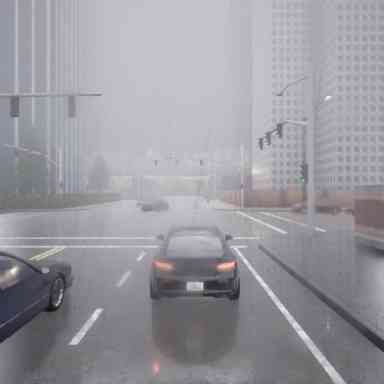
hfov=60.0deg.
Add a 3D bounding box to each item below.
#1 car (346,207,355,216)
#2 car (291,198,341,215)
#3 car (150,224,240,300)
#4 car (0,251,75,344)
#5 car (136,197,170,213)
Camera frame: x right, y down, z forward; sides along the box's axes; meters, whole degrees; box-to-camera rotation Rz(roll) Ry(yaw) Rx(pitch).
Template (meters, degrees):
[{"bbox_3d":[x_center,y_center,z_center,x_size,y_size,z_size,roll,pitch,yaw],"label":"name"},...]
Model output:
[{"bbox_3d":[16.846,1.546,29.953,5.357,1.411,2.033,0,0,0],"label":"car"},{"bbox_3d":[12.371,1.351,33.470,4.553,1.767,2.097,0,0,0],"label":"car"},{"bbox_3d":[0.067,1.525,8.262,1.812,1.442,4.674,0,0,0],"label":"car"},{"bbox_3d":[-3.447,1.547,4.665,2.033,1.411,5.357,0,0,0],"label":"car"},{"bbox_3d":[-3.993,1.546,36.942,2.033,1.411,5.357,0,0,12],"label":"car"}]
